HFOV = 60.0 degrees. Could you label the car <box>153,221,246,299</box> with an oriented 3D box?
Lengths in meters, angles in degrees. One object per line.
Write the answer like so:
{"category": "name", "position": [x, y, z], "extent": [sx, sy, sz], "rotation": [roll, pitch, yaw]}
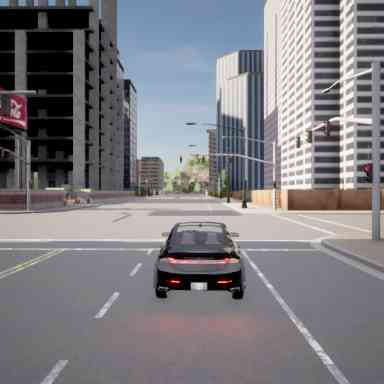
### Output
{"category": "car", "position": [0.207, 1.492, 8.440], "extent": [2.128, 1.511, 4.902], "rotation": [0, 0, 2]}
